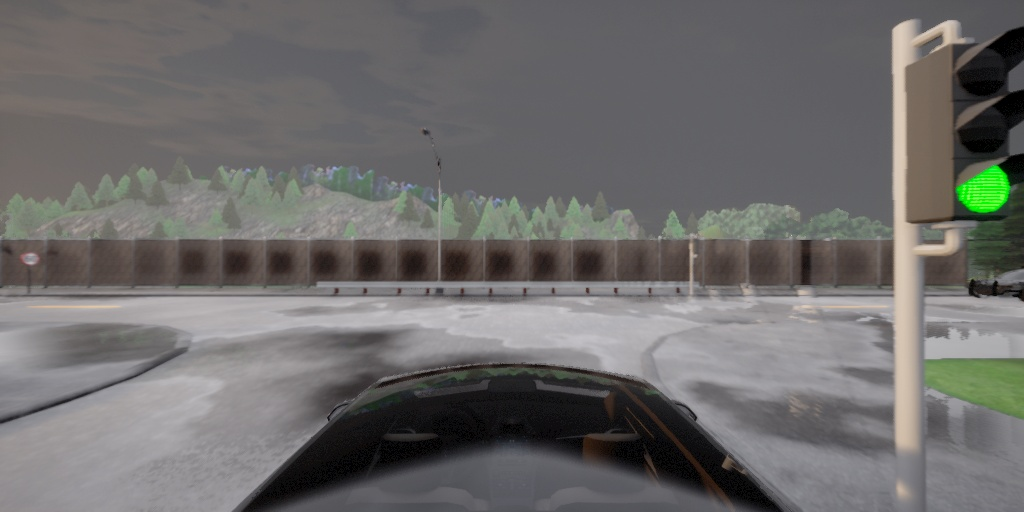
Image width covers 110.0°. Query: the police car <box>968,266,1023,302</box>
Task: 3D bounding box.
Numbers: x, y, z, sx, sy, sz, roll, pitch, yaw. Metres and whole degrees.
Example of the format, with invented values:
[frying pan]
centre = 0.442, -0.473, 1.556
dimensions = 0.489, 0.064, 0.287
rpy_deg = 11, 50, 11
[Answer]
[police car]
centre = 24.450, 1.284, 16.747
dimensions = 5.238, 1.638, 1.930
rpy_deg = 0, 0, 0
